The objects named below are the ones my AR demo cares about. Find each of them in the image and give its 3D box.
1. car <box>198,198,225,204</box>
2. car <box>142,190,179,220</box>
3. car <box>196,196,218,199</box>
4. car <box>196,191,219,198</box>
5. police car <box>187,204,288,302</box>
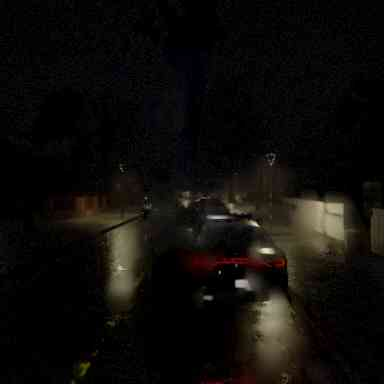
[{"bbox_3d":[1.167,1.301,18.086,1.812,1.442,4.674,0,1,2],"label":"car"},{"bbox_3d":[-2.192,0.917,24.788,2.150,2.045,5.566,0,1,3],"label":"car"},{"bbox_3d":[1.425,1.229,24.054,1.812,1.442,4.674,0,1,3],"label":"car"},{"bbox_3d":[2.191,0.937,45.898,2.128,1.511,4.902,0,1,6],"label":"car"},{"bbox_3d":[0.896,1.321,8.243,1.930,1.638,5.238,0,1,1],"label":"police car"}]
